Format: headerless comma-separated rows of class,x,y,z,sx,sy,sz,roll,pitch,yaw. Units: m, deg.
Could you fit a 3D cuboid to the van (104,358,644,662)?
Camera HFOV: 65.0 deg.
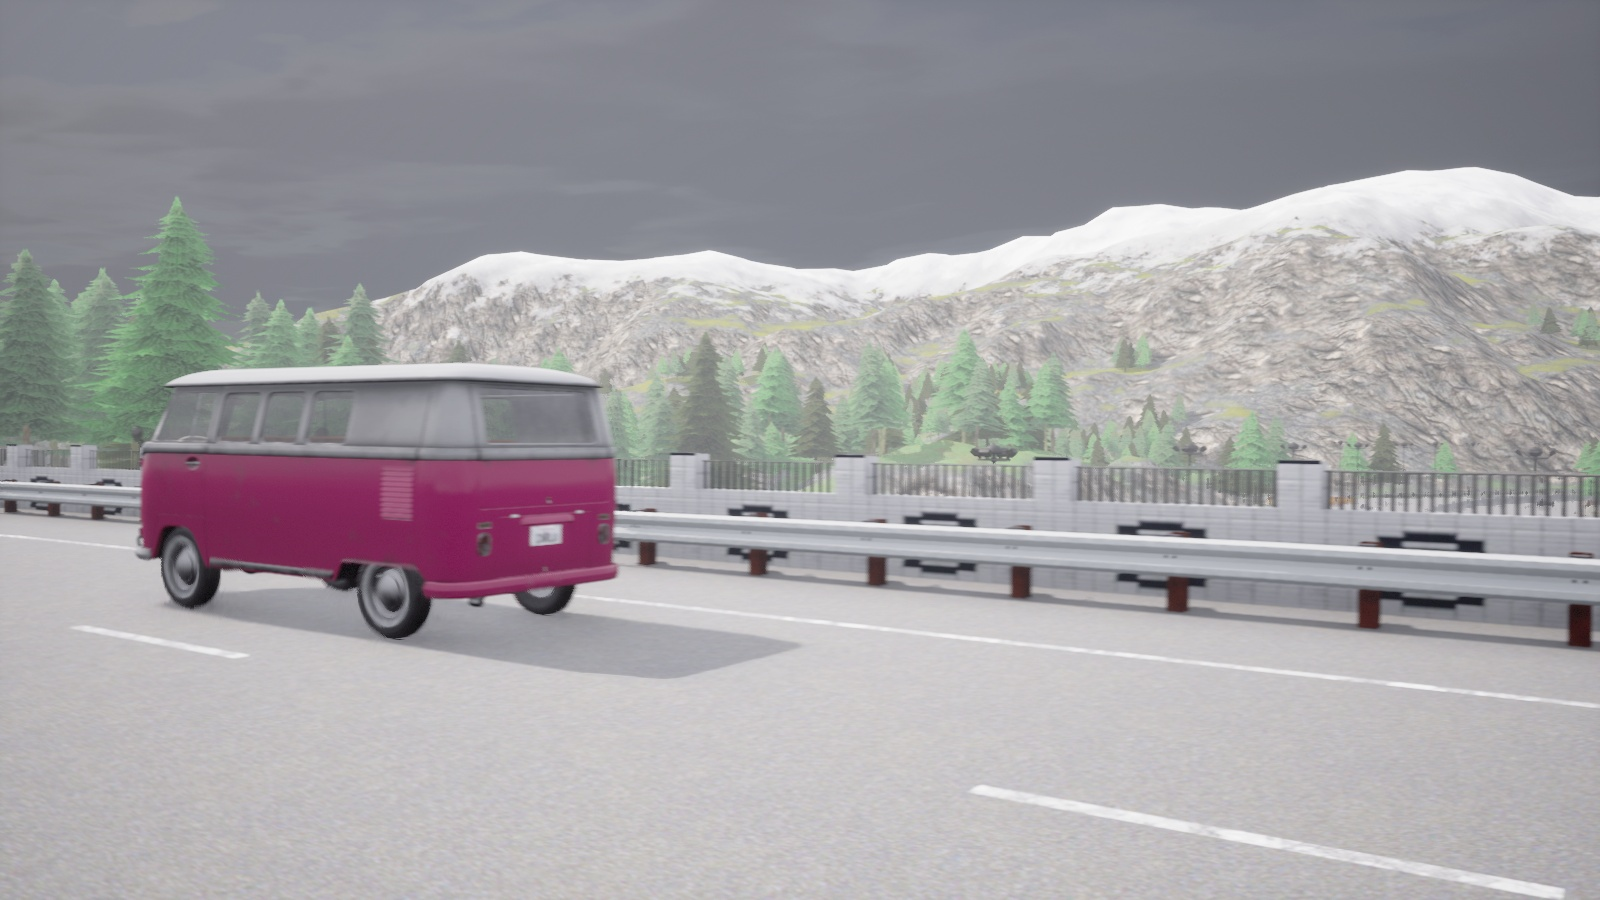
van,-3.559,0.380,10.185,4.442,1.987,1.775,0,1,34
